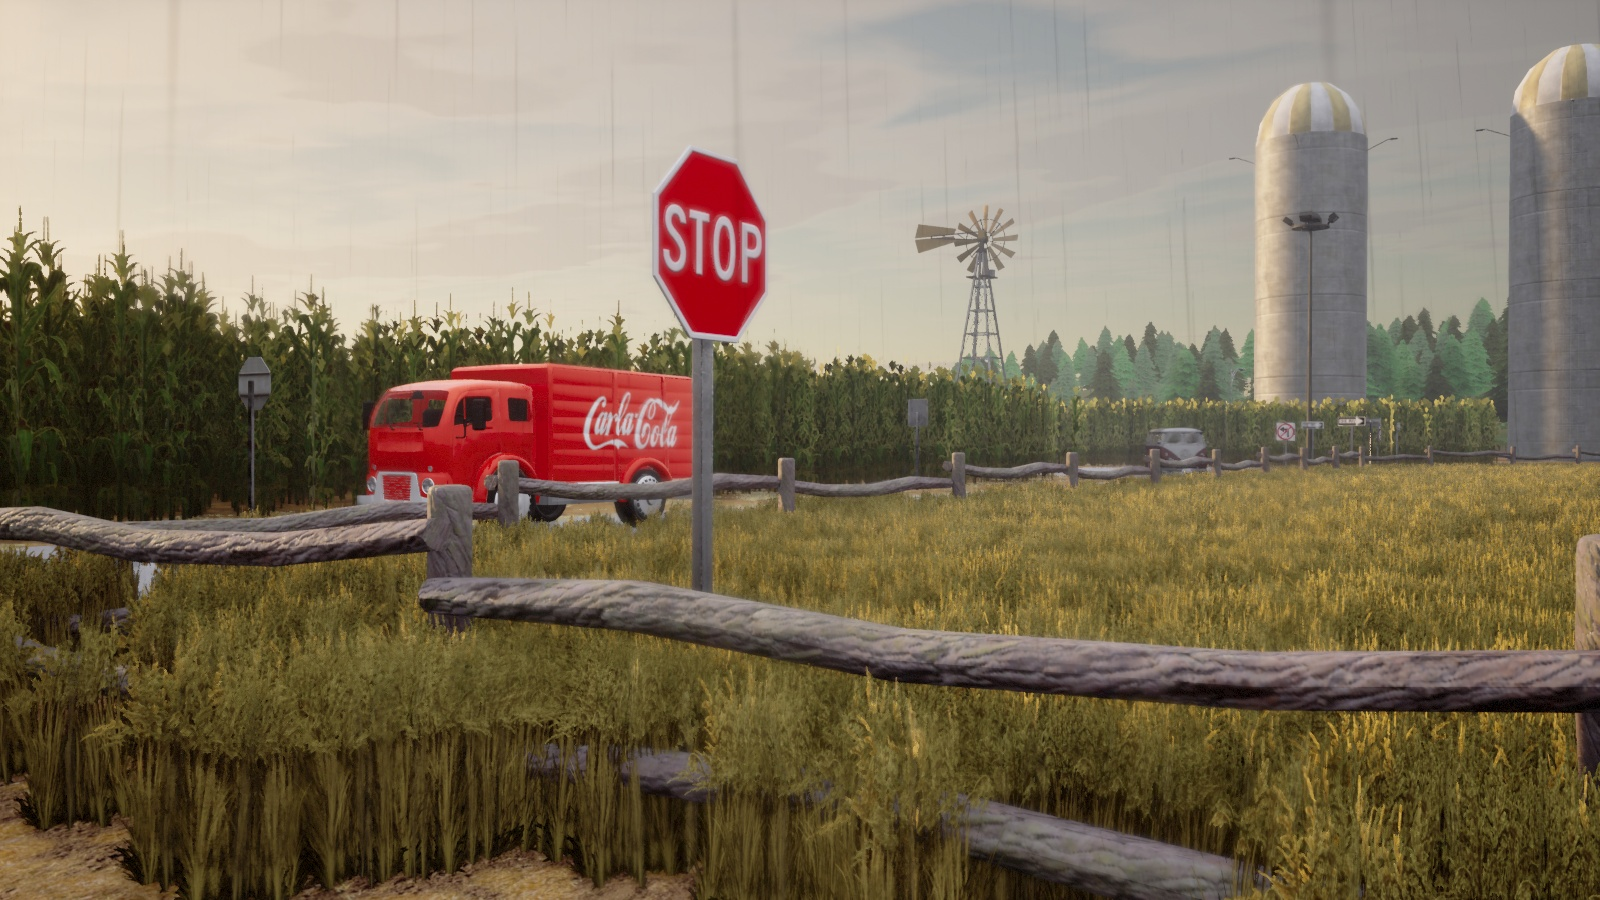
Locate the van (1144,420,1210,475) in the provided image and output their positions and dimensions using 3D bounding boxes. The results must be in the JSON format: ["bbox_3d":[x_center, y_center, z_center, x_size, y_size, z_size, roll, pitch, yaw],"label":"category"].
[{"bbox_3d":[14.360,-0.116,48.012,1.775,1.987,4.442,0,1,8],"label":"van"}]

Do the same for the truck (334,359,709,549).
[{"bbox_3d":[-4.044,0.040,19.207,2.627,2.467,5.204,-1,0,34],"label":"truck"}]
